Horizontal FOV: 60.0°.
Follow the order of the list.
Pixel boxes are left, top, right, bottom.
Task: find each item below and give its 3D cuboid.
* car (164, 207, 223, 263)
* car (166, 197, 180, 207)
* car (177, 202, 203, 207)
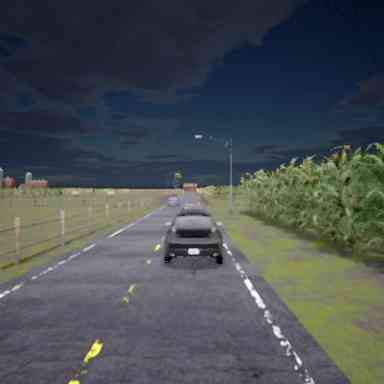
[{"bbox_3d":[0.067,1.493,11.961,1.837,1.490,4.892,0,-1,0],"label":"car"},{"bbox_3d":[-2.823,1.467,50.065,1.812,1.442,4.674,0,0,0],"label":"car"},{"bbox_3d":[0.066,1.575,26.606,1.895,1.301,4.718,0,0,0],"label":"car"}]
